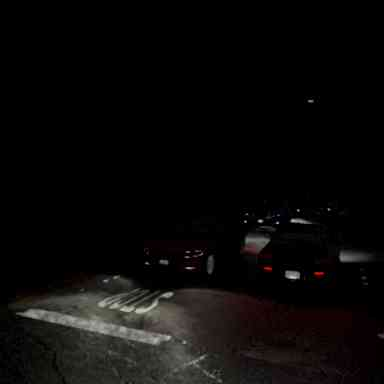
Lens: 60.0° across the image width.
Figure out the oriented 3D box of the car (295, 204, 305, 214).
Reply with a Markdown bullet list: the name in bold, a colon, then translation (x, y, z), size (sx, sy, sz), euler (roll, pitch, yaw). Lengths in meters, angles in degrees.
- **car**: translation (9.810, 1.783, 32.337), size (1.895, 1.301, 4.718), euler (0, -1, 24)

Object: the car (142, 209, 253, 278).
- **car**: translation (0.309, 1.497, 10.618), size (1.882, 1.535, 5.008), euler (0, 0, 24)

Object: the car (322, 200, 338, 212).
- **car**: translation (19.417, 1.977, 46.649), size (1.882, 1.535, 5.008), euler (0, -1, 24)

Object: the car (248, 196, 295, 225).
- **car**: translation (4.933, 1.300, 21.190), size (2.150, 2.045, 5.566), euler (0, 0, 23)

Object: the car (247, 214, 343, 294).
- **car**: translation (3.012, 1.567, 9.037), size (1.812, 1.442, 4.674), euler (0, 0, 24)

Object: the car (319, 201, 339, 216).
- **car**: translation (15.462, 1.880, 37.444), size (1.994, 1.385, 4.181), euler (0, -1, 24)
